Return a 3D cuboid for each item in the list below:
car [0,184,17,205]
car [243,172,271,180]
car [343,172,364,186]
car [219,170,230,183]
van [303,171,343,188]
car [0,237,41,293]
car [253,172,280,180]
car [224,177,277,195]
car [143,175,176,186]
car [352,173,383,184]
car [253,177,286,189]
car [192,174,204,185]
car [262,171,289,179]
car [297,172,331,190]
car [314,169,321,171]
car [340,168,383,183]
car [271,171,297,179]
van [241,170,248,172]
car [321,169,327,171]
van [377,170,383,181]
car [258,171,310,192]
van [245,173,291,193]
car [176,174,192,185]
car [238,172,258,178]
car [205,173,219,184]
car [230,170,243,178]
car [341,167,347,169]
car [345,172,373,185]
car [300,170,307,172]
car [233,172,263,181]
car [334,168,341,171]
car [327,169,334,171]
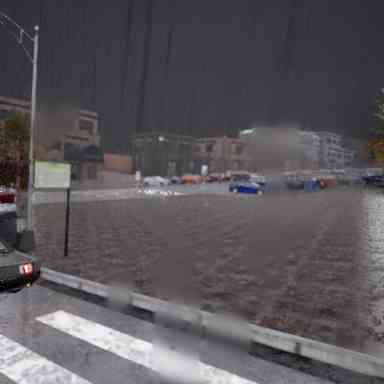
[{"bbox_3d":[-15.153,0.149,25.389,2.097,1.767,4.553,3,3,4],"label":"car"},{"bbox_3d":[12.781,-3.174,65.531,5.008,1.535,2.097,2,6,30],"label":"car"},{"bbox_3d":[23.297,-1.758,51.392,4.892,1.521,2.231,4,8,32],"label":"car"},{"bbox_3d":[3.740,-2.567,58.035,4.553,1.767,2.185,2,6,30],"label":"car"},{"bbox_3d":[18.660,-1.614,47.633,4.442,1.987,1.878,4,7,32],"label":"van"},{"bbox_3d":[-5.477,1.518,7.465,4.718,1.301,1.895,1,1,36],"label":"car"},{"bbox_3d":[15.079,-3.324,67.369,4.792,1.488,2.163,2,6,31],"label":"car"},{"bbox_3d":[6.697,-0.498,38.572,5.008,1.535,2.097,4,7,32],"label":"car"},{"bbox_3d":[-5.360,-1.670,50.564,4.674,1.452,2.002,2,5,30],"label":"car"},{"bbox_3d":[30.368,-2.309,56.996,4.892,1.521,2.231,4,7,31],"label":"car"},{"bbox_3d":[11.029,-1.359,47.516,1.812,1.442,4.674,-4,7,-32],"label":"car"},{"bbox_3d":[-0.800,-2.200,54.285,4.553,1.767,2.185,2,6,30],"label":"car"},{"bbox_3d":[17.317,-3.537,69.243,5.008,1.535,2.097,2,6,31],"label":"car"},{"bbox_3d":[16.161,-1.344,45.887,4.553,1.767,2.185,4,7,32],"label":"car"},{"bbox_3d":[26.432,-4.381,76.607,4.553,1.767,2.185,2,6,31],"label":"car"},{"bbox_3d":[28.044,-2.374,55.079,5.566,2.045,2.435,4,7,31],"label":"car"},{"bbox_3d":[19.595,-3.716,71.086,4.892,1.521,2.231,2,6,31],"label":"car"},{"bbox_3d":[8.152,-3.038,61.844,4.442,1.987,1.878,2,6,30],"label":"van"},{"bbox_3d":[28.685,-4.393,78.492,4.674,1.452,2.002,2,5,31],"label":"car"},{"bbox_3d":[37.452,-3.082,62.562,4.442,1.987,1.878,4,7,31],"label":"van"},{"bbox_3d":[11.416,-1.108,42.208,5.566,2.045,2.435,4,8,32],"label":"car"},{"bbox_3d":[9.172,-0.894,40.312,4.442,1.987,1.878,4,7,32],"label":"van"},{"bbox_3d":[-3.066,-1.863,52.428,4.792,1.488,2.163,2,6,30],"label":"car"},{"bbox_3d":[10.331,-2.122,55.746,4.181,1.385,1.994,-4,7,-33],"label":"car"},{"bbox_3d":[1.420,-2.232,56.206,4.792,1.488,2.163,2,6,30],"label":"car"},{"bbox_3d":[5.984,-2.627,59.944,5.008,1.535,2.097,2,6,30],"label":"car"},{"bbox_3d":[35.511,-4.918,84.013,5.008,1.535,2.097,3,5,31],"label":"car"},{"bbox_3d":[25.679,-1.911,53.244,4.792,1.488,2.163,4,7,31],"label":"car"},{"bbox_3d":[21.866,-3.896,72.933,4.892,1.521,2.231,2,6,31],"label":"car"},{"bbox_3d":[10.681,-2.987,63.572,5.366,1.575,1.946,2,6,31],"label":"car"},{"bbox_3d":[33.242,-4.763,82.164,5.008,1.535,2.097,3,6,31],"label":"car"},{"bbox_3d":[30.981,-4.723,80.294,4.553,1.767,2.185,3,6,31],"label":"car"}]
